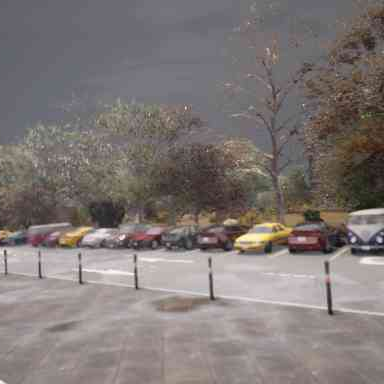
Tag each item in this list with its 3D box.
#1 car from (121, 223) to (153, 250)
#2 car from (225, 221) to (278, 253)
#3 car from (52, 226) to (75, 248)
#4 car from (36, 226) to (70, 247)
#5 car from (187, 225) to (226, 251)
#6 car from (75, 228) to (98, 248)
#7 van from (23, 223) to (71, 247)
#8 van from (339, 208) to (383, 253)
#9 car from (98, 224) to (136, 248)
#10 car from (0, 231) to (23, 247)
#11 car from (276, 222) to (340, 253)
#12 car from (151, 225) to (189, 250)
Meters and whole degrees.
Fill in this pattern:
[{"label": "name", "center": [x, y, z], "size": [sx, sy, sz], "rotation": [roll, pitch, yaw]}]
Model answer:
[{"label": "car", "center": [-2.361, 3.235, 24.418], "size": [2.097, 1.535, 5.008], "rotation": [-6, -3, 35]}, {"label": "car", "center": [4.288, 2.539, 19.455], "size": [1.946, 1.575, 5.366], "rotation": [-6, -3, 35]}, {"label": "car", "center": [-9.130, 3.930, 29.216], "size": [2.097, 1.535, 5.008], "rotation": [-6, -3, 35]}, {"label": "car", "center": [-11.382, 4.203, 30.819], "size": [2.002, 1.452, 4.674], "rotation": [-6, -3, 35]}, {"label": "car", "center": [2.162, 2.802, 21.231], "size": [2.163, 1.488, 4.792], "rotation": [-6, -3, 35]}, {"label": "car", "center": [-6.872, 3.738, 27.614], "size": [2.002, 1.452, 4.674], "rotation": [-6, -3, 35]}, {"label": "van", "center": [-13.585, 4.171, 32.532], "size": [1.878, 1.987, 4.442], "rotation": [-6, -3, 35]}, {"label": "van", "center": [8.822, 1.855, 16.317], "size": [1.878, 1.987, 4.442], "rotation": [-6, -3, 35]}, {"label": "car", "center": [-4.609, 3.341, 26.047], "size": [2.185, 1.767, 4.553], "rotation": [-6, -3, 35]}, {"label": "car", "center": [-18.159, 4.891, 35.605], "size": [2.163, 1.488, 4.792], "rotation": [-6, -3, 35]}, {"label": "car", "center": [6.671, 2.340, 18.025], "size": [2.163, 1.488, 4.792], "rotation": [-6, -3, 35]}, {"label": "car", "center": [-0.114, 3.005, 22.805], "size": [2.231, 1.521, 4.892], "rotation": [-6, -3, 35]}]
